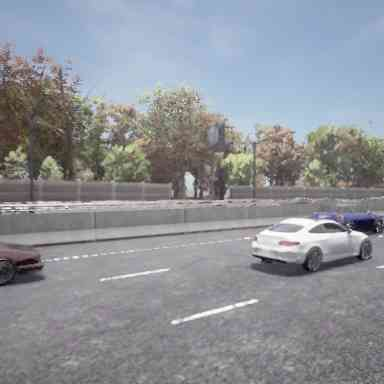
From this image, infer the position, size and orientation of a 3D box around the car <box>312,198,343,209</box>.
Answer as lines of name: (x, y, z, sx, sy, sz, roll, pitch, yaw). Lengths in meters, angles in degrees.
car: (19.528, 1.664, 47.854, 4.892, 1.490, 1.837, 0, 0, -35)

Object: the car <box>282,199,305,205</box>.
car: (15.688, 1.715, 49.431, 5.357, 1.411, 2.033, 0, 0, -35)

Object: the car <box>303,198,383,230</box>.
car: (8.618, 1.408, 18.447, 4.553, 1.767, 2.097, 0, 0, -35)

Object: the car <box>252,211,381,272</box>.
car: (3.991, 1.560, 10.870, 4.674, 1.442, 1.812, 0, 0, -35)

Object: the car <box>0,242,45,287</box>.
car: (-6.439, 1.586, 7.757, 5.357, 1.411, 2.033, 0, 0, -35)

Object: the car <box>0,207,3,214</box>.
car: (-17.561, 1.596, 25.859, 5.008, 1.535, 1.882, 0, 0, -35)
